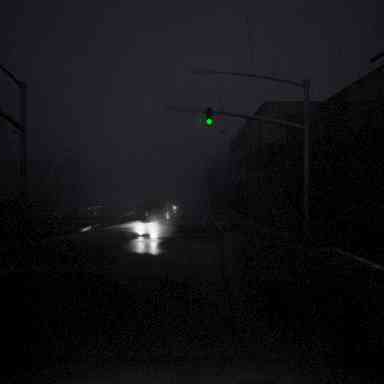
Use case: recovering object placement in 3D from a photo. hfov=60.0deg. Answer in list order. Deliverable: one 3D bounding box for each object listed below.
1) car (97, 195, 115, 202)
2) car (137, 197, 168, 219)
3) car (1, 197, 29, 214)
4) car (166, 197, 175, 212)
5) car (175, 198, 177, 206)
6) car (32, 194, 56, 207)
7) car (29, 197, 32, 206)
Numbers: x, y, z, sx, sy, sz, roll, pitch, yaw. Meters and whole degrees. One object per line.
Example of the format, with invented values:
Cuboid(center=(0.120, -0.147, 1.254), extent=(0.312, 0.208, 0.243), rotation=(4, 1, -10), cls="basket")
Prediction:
Cuboid(center=(-22.122, 1.671, 85.547), extent=(4.611, 1.667, 2.242), rotation=(0, 0, 0), cls="car")
Cuboid(center=(-3.571, 1.491, 28.823), extent=(2.128, 1.511, 4.902), rotation=(0, 0, 0), cls="car")
Cuboid(center=(-18.897, 1.489, 33.674), extent=(2.007, 1.523, 4.514), rotation=(0, 0, 0), cls="car")
Cuboid(center=(-3.561, 1.351, 39.651), extent=(2.097, 1.767, 4.553), rotation=(0, 0, 0), cls="car")
Cuboid(center=(-3.464, 1.655, 55.188), extent=(1.895, 1.301, 4.718), rotation=(0, 0, 0), cls="car")
Cuboid(center=(-22.592, 1.268, 51.545), extent=(1.905, 1.878, 3.866), rotation=(0, 0, 0), cls="car")
Cuboid(center=(-25.918, 1.552, 52.149), extent=(1.970, 1.475, 3.806), rotation=(0, 0, 0), cls="car")
